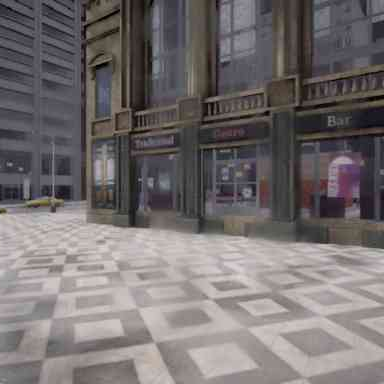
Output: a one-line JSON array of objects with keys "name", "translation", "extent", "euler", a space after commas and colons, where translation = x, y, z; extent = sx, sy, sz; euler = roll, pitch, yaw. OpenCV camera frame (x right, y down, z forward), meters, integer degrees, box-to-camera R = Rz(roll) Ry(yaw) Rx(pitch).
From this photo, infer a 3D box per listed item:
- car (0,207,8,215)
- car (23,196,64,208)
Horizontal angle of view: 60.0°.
[{"name": "car", "translation": [-18.001, 1.397, 27.646], "extent": [1.752, 1.417, 4.829], "euler": [1, 2, 36]}, {"name": "car", "translation": [-18.482, 1.215, 41.548], "extent": [1.752, 1.417, 4.829], "euler": [1, 2, 36]}]
